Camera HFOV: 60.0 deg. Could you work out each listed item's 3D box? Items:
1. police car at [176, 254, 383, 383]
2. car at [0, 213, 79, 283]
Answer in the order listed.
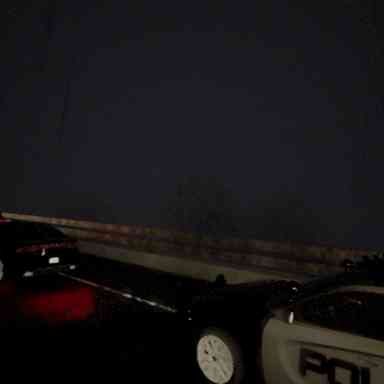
[{"bbox_3d":[1.998,1.537,3.661,5.238,1.638,1.930,0,-2,42],"label":"police car"},{"bbox_3d":[-5.404,1.613,10.219,5.008,1.535,1.882,0,-2,42],"label":"car"}]
